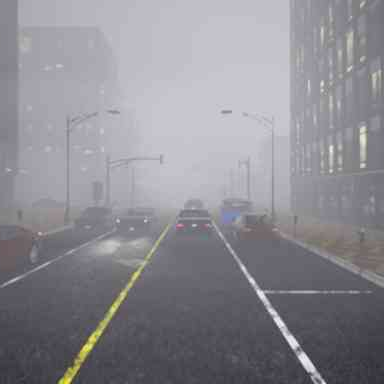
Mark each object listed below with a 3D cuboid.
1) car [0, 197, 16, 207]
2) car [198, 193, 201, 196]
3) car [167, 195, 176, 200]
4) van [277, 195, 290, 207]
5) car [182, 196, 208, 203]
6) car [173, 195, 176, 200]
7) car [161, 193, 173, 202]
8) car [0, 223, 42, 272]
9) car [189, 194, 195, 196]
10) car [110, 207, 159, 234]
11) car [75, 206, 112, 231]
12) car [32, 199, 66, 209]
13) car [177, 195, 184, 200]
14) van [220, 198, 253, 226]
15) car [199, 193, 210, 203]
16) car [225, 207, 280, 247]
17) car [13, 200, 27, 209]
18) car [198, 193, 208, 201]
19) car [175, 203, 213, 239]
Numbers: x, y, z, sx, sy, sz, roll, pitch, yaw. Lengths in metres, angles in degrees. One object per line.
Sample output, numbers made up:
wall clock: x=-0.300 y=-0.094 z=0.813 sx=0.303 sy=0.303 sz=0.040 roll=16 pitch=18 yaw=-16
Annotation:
car: x=-28.980 y=1.417 z=49.444 sx=4.829 sy=1.417 sz=1.752 roll=0 pitch=0 yaw=0
car: x=2.697 y=1.510 z=76.144 sx=1.802 sy=1.307 sz=4.206 roll=0 pitch=0 yaw=0
car: x=-5.683 y=1.480 z=92.762 sx=2.008 sy=1.369 sz=4.403 roll=0 pitch=0 yaw=0
van: x=14.903 y=1.346 z=49.550 sx=3.998 sy=1.788 sz=1.690 roll=0 pitch=0 yaw=0
car: x=0.317 y=1.429 z=33.258 sx=1.882 sy=1.535 sz=5.008 roll=0 pitch=0 yaw=4
car: x=-5.682 y=1.242 z=81.683 sx=2.192 sy=1.841 sz=5.009 roll=0 pitch=0 yaw=0
car: x=-5.684 y=1.454 z=70.434 sx=1.752 sy=1.417 sz=4.829 roll=0 pitch=0 yaw=0
car: x=-5.686 y=1.529 z=8.928 sx=1.887 sy=1.381 sz=4.507 roll=0 pitch=0 yaw=0
car: x=0.005 y=1.452 z=89.784 sx=1.812 sy=1.442 sz=4.674 roll=0 pitch=0 yaw=0
car: x=-3.091 y=1.570 z=19.299 sx=1.895 sy=1.301 sz=4.718 roll=0 pitch=0 yaw=0
car: x=-5.685 y=1.534 z=20.305 sx=1.947 sy=1.339 sz=4.313 roll=0 pitch=0 yaw=0
car: x=-17.463 y=1.466 z=41.092 sx=4.206 sy=1.307 sz=1.802 roll=0 pitch=0 yaw=0
car: x=-2.995 y=1.453 z=90.637 sx=2.128 sy=1.511 sz=4.902 roll=0 pitch=0 yaw=0
van: x=2.663 y=1.309 z=20.279 sx=1.690 sy=1.788 sz=3.998 roll=0 pitch=0 yaw=0
car: x=2.697 y=1.456 z=65.236 sx=1.752 sy=1.417 sz=4.829 roll=0 pitch=0 yaw=0
car: x=2.662 y=1.559 z=14.590 sx=1.802 sy=1.307 sz=4.206 roll=0 pitch=0 yaw=0
car: x=-22.955 y=1.399 z=41.079 sx=4.829 sy=1.417 sz=1.752 roll=0 pitch=0 yaw=0
car: x=2.699 y=1.243 z=81.684 sx=2.192 sy=1.841 sz=5.009 roll=0 pitch=0 yaw=0
car: x=0.102 y=1.520 z=17.239 sx=2.033 sy=1.411 sz=5.357 roll=0 pitch=0 yaw=0
